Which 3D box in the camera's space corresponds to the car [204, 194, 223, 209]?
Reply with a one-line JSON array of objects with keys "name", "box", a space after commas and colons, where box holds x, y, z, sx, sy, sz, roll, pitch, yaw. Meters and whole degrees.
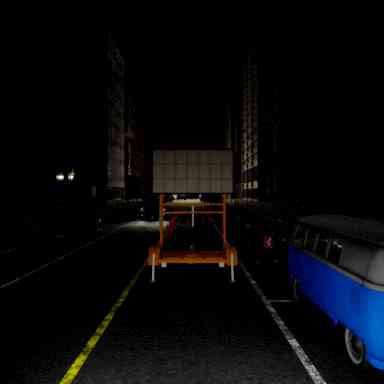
[{"name": "car", "box": [2.870, 1.330, 39.053, 2.192, 1.841, 5.009, 0, 0, 0]}]

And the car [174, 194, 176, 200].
[{"name": "car", "box": [-5.548, 1.363, 78.330, 2.192, 1.841, 5.009, 0, 0, 0]}]

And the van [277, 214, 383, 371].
[{"name": "van", "box": [2.778, 1.341, 5.398, 1.690, 1.788, 3.998, 0, 0, 0]}]

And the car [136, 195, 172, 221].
[{"name": "car", "box": [-3.026, 1.359, 27.476, 2.097, 1.767, 4.553, 0, 0, 0]}]

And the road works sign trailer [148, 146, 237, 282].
[{"name": "road works sign trailer", "box": [0.026, 0.465, 9.739, 2.380, 3.560, 2.880, 0, 0, 0]}]

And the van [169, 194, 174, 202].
[{"name": "van", "box": [-5.563, 1.383, 72.721, 1.690, 1.788, 3.998, 0, 0, 0]}]

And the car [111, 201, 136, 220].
[{"name": "car", "box": [-5.686, 1.558, 27.845, 2.008, 1.369, 4.403, 0, 0, 0]}]

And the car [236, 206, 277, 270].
[{"name": "car", "box": [2.793, 1.441, 11.007, 1.967, 1.590, 4.097, 0, 0, 0]}]

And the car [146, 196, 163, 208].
[{"name": "car", "box": [-5.625, 1.463, 50.282, 1.967, 1.590, 4.097, 0, 0, 0]}]

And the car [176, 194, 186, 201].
[{"name": "car", "box": [-2.756, 1.282, 89.039, 2.150, 2.045, 5.566, 0, 0, 0]}]

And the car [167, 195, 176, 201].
[{"name": "car", "box": [-5.517, 1.610, 89.548, 2.008, 1.369, 4.403, 0, 0, 0]}]

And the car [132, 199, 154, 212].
[{"name": "car", "box": [-5.656, 1.540, 38.894, 1.752, 1.417, 4.829, 0, 0, 0]}]

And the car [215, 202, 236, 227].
[{"name": "car", "box": [2.823, 1.570, 22.225, 1.947, 1.339, 4.313, 0, 0, 0]}]

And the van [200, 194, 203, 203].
[{"name": "van", "box": [2.931, 1.374, 61.489, 1.690, 1.788, 3.998, 0, 0, 0]}]

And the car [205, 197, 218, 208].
[{"name": "car", "box": [2.901, 1.549, 50.441, 1.752, 1.417, 4.829, 0, 0, 0]}]

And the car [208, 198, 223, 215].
[{"name": "car", "box": [2.854, 1.593, 33.444, 1.802, 1.307, 4.206, 0, 0, 0]}]

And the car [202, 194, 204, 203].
[{"name": "car", "box": [2.885, 1.334, 44.662, 2.192, 1.841, 5.009, 0, 0, 0]}]

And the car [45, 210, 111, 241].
[{"name": "car", "box": [-5.717, 1.568, 16.626, 1.947, 1.339, 4.313, 0, 0, 0]}]

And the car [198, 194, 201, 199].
[{"name": "car", "box": [2.962, 1.357, 72.707, 2.192, 1.841, 5.009, 0, 0, 0]}]

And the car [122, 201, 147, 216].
[{"name": "car", "box": [-5.671, 1.593, 33.454, 1.802, 1.307, 4.206, 0, 0, 0]}]
